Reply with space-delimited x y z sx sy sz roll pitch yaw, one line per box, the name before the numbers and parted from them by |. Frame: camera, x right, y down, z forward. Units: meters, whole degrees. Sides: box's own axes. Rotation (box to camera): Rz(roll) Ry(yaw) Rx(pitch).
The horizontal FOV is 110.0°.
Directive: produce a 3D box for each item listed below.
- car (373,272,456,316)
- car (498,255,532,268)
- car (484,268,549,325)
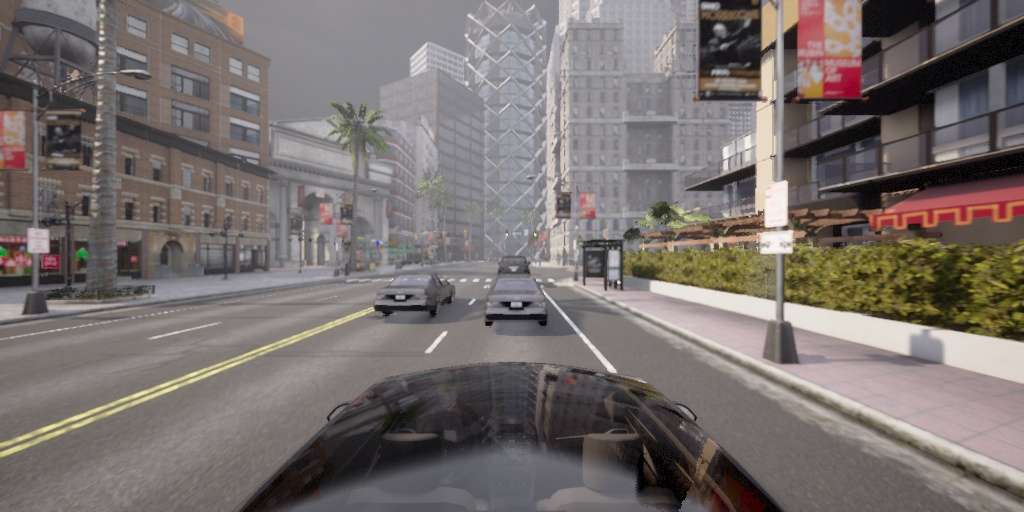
car | -3.382 1.298 13.374 2.033 1.411 5.357 0 0 0
car | 0.193 0.973 25.443 2.150 2.045 5.566 0 0 2
car | 0.112 1.297 11.738 2.033 1.411 5.357 0 0 0
